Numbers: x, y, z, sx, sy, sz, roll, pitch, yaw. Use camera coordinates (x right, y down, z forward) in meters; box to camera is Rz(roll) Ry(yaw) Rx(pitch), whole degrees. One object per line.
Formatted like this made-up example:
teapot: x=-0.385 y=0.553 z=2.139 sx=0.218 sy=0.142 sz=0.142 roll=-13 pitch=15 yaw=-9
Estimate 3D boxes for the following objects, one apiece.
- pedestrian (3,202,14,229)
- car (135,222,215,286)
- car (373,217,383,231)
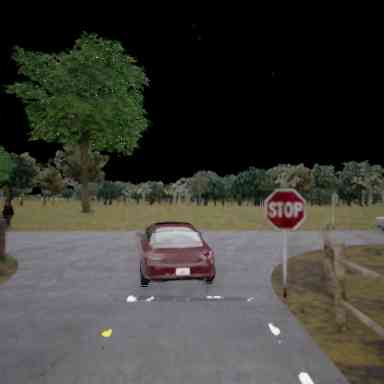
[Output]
pedestrian: x=-12.130 y=1.509 z=21.933 sx=0.375 sy=1.860 sz=0.375 roll=0 pitch=-2 yaw=0
car: x=-0.606 y=1.579 z=9.538 sx=1.812 sy=1.442 sz=4.674 roll=0 pitch=0 yaw=-10
car: x=13.002 y=1.672 z=18.876 sx=4.718 sy=1.301 sz=1.895 roll=0 pitch=-2 yaw=0
